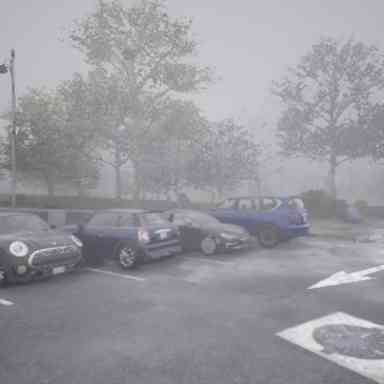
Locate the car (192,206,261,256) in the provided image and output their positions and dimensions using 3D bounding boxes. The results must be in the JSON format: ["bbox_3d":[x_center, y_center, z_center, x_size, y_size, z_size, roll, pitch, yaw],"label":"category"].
[{"bbox_3d":[-0.160,1.449,12.907,4.892,1.521,2.231,-1,-1,34],"label":"car"}]

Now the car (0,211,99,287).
[{"bbox_3d":[-5.104,1.355,9.415,4.553,1.767,2.185,-1,-1,34],"label":"car"}]

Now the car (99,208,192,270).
[{"bbox_3d":[-2.595,1.338,11.129,4.553,1.767,2.185,-1,0,34],"label":"car"}]

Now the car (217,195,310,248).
[{"bbox_3d":[2.274,1.181,14.665,5.566,2.045,2.435,-1,0,35],"label":"car"}]
